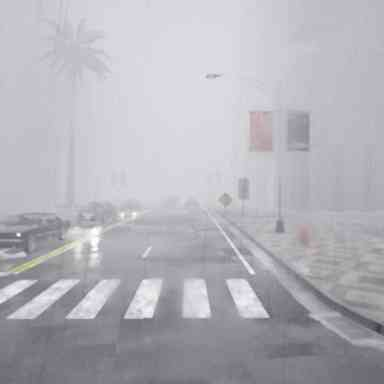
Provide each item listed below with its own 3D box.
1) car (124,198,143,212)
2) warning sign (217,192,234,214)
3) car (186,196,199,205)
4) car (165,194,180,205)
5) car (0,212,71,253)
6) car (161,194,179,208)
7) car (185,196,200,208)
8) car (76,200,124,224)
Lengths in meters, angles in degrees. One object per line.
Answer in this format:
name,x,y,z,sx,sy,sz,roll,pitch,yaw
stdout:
car,-6.570,1.390,36.395,1.994,1.385,4.181,0,0,1
warning sign,2.866,0.941,28.481,1.300,1.860,1.060,1,1,0
car,0.016,1.361,54.076,2.033,1.411,5.357,0,0,0
car,-3.174,1.172,54.871,2.097,1.767,4.553,0,0,0
car,-6.598,1.518,13.407,1.895,1.301,4.718,0,0,0
car,-3.136,1.362,44.298,2.033,1.411,5.357,0,0,-1
car,0.063,1.409,44.072,1.895,1.301,4.718,0,0,1
car,-6.590,1.356,23.468,2.128,1.511,4.902,0,0,0
